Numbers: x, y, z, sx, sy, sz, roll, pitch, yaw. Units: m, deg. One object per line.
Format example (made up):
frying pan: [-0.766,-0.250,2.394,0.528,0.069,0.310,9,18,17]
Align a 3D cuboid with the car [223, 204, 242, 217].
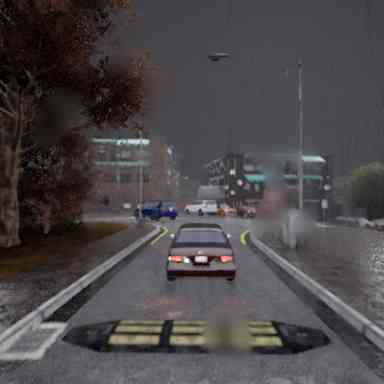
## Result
car: [4.034,2.368,44.623,2.185,1.767,4.553,4,-3,-32]

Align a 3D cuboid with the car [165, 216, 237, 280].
car: [0.265,1.663,10.236,2.033,1.411,5.357,0,-1,1]

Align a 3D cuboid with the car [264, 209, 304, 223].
car: [12.807,3.309,46.534,1.946,1.575,5.366,6,-3,-31]

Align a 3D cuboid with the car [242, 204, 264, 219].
car: [6.998,2.615,45.174,2.185,1.767,4.553,6,-3,-32]

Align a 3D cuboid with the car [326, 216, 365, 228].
car: [21.754,4.205,48.068,2.002,1.452,4.674,6,-3,-31]

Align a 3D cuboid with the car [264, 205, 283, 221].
car: [9.986,2.778,45.783,2.435,2.045,5.566,7,-3,-31]

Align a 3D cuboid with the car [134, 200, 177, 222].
car: [-3.748,1.873,33.900,2.150,2.045,5.566,1,-2,-39]

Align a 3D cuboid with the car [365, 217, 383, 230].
car: [24.715,4.490,48.634,2.002,1.452,4.674,7,-3,-30]

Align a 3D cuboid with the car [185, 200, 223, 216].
car: [1.165,2.081,43.984,2.435,2.045,5.566,1,-2,-31]
